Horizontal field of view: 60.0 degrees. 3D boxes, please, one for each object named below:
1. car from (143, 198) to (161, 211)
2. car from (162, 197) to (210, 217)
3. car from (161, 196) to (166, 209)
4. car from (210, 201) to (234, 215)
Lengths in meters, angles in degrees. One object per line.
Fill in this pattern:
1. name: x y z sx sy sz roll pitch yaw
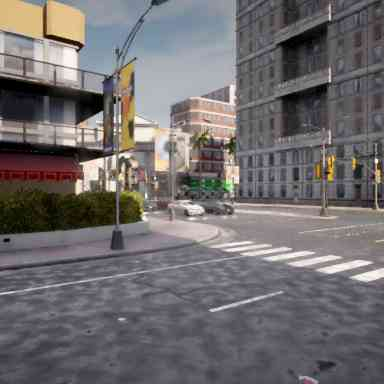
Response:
1. car: -6.037 1.505 39.644 1.837 1.490 4.892 0 0 -35
2. car: -0.688 1.526 32.090 1.812 1.442 4.674 0 0 -35
3. car: -2.537 1.352 40.817 2.097 1.767 4.553 0 0 -35
4. car: 2.381 1.564 33.812 1.994 1.385 4.181 0 0 -35
